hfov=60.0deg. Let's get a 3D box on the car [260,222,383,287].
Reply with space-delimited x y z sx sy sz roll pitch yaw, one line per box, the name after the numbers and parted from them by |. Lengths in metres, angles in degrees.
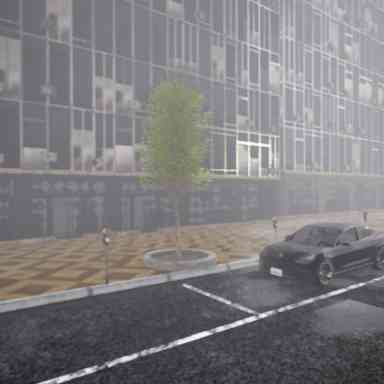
3.805 1.545 9.277 4.313 1.339 1.947 0 0 -36 | car
